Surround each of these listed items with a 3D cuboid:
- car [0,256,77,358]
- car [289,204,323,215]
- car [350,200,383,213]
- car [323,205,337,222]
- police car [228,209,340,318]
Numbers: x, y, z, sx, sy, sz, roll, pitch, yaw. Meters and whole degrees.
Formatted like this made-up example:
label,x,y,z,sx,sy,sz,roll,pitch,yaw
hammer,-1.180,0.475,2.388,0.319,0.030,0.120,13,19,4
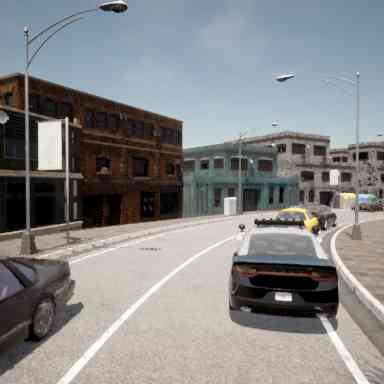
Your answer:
label,x,y,z,sx,sy,sz,roll,pitch,yaw
car,-3.263,1.540,3.820,2.033,1.411,5.357,0,0,6
car,5.186,1.471,16.560,1.801,1.575,5.366,1,0,26
car,20.921,1.635,39.175,5.357,1.411,2.033,1,1,-34
car,7.923,1.536,21.234,1.837,1.490,4.892,1,0,34
police car,2.003,1.428,7.706,1.930,1.638,5.238,0,0,13
